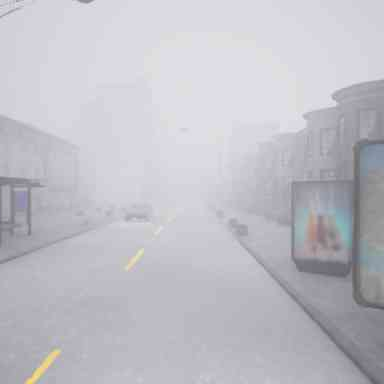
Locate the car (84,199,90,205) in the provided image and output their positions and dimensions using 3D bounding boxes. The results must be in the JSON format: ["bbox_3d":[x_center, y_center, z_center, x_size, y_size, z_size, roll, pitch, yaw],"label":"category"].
[{"bbox_3d":[-19.335,1.352,53.531,4.611,1.667,2.242,0,0,10],"label":"car"}]

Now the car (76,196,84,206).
[{"bbox_3d":[-19.100,1.246,50.430,3.866,1.878,1.905,0,0,10],"label":"car"}]

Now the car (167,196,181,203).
[{"bbox_3d":[-4.051,1.530,68.366,2.128,1.511,4.902,1,-1,0],"label":"car"}]

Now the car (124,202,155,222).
[{"bbox_3d":[-4.106,1.550,26.751,2.033,1.411,5.357,0,0,0],"label":"car"}]

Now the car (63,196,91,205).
[{"bbox_3d":[-19.480,1.420,56.482,4.193,1.474,1.816,0,0,10],"label":"car"}]

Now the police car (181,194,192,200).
[{"bbox_3d":[-2.001,1.437,91.545,1.930,1.638,5.238,0,0,-37],"label":"police car"}]
